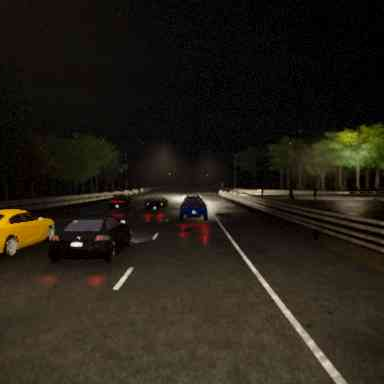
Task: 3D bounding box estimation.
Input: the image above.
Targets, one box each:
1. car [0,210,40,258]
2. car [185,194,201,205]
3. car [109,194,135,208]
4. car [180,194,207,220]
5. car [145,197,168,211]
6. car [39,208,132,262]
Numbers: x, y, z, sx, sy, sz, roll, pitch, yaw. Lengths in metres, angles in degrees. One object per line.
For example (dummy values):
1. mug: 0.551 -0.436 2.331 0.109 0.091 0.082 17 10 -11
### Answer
1. car: -6.892 1.393 12.430 1.882 1.535 5.008 0 1 0
2. car: 0.133 0.903 42.101 1.895 1.301 4.718 0 1 0
3. car: -6.875 1.002 33.016 1.837 1.490 4.892 0 1 0
4. car: 0.121 1.155 24.644 1.882 1.535 5.008 0 1 0
5. car: -3.376 1.108 32.574 1.895 1.301 4.718 0 1 0
6. car: -3.394 1.488 11.798 1.994 1.385 4.181 0 1 0
